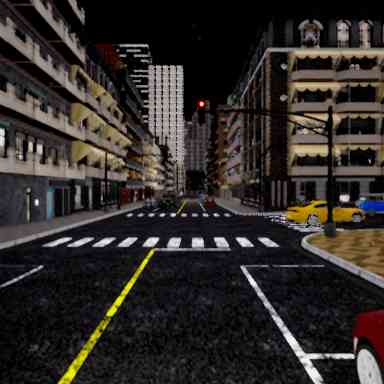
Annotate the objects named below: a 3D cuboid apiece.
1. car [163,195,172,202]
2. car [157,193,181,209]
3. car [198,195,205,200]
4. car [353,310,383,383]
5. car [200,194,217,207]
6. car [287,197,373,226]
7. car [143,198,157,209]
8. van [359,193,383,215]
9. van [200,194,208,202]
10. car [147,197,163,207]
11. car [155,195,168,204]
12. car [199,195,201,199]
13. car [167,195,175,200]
[{"bbox_3d":[-5.656,1.487,78.520,1.752,1.417,4.829,-1,0,0],"label":"car"},{"bbox_3d":[-3.073,1.187,45.083,2.150,2.045,5.566,0,0,0],"label":"car"},{"bbox_3d":[2.734,1.511,95.264,1.887,1.381,4.507,-1,0,0],"label":"car"},{"bbox_3d":[2.683,1.542,2.041,1.887,1.381,4.507,0,0,0],"label":"car"},{"bbox_3d":[2.709,1.405,51.041,1.967,1.590,4.097,-1,0,0],"label":"car"},{"bbox_3d":[8.691,1.324,21.649,5.008,1.535,1.882,-2,-1,-9],"label":"car"},{"bbox_3d":[-5.673,1.517,45.523,2.008,1.369,4.403,0,0,0],"label":"car"},{"bbox_3d":[15.655,1.008,27.605,3.998,1.788,1.690,-1,1,-1],"label":"van"},{"bbox_3d":[2.723,1.303,78.680,1.690,1.788,3.998,-1,0,0],"label":"van"},{"bbox_3d":[-5.670,1.531,51.050,1.947,1.339,4.313,0,0,0],"label":"car"},{"bbox_3d":[-5.666,1.403,62.106,1.967,1.590,4.097,-1,0,0],"label":"car"},{"bbox_3d":[2.719,1.513,67.624,2.008,1.369,4.403,-1,0,0],"label":"car"},{"bbox_3d":[-5.649,1.546,89.746,1.802,1.307,4.206,-1,0,0],"label":"car"}]
